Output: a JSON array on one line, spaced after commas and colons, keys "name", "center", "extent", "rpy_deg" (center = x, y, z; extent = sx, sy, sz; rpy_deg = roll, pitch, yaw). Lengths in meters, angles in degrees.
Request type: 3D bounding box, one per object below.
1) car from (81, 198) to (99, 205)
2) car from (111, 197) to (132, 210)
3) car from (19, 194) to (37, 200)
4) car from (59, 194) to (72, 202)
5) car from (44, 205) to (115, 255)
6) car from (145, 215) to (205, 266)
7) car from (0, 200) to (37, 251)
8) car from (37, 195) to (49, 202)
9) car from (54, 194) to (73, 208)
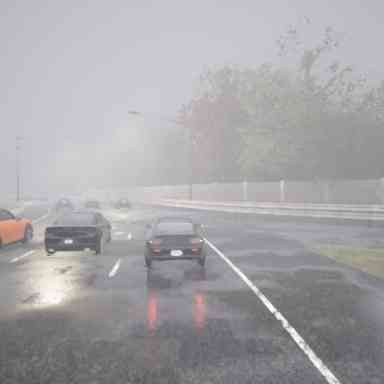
[{"name": "car", "center": [-14.122, 1.531, 46.049], "extent": [1.882, 1.535, 5.008], "rpy_deg": [0, 0, -25]}, {"name": "car", "center": [-9.517, 1.388, 44.402], "extent": [2.097, 1.767, 4.553], "rpy_deg": [0, 0, -23]}, {"name": "car", "center": [-36.425, 1.307, 72.711], "extent": [4.553, 1.767, 2.097], "rpy_deg": [0, 0, 44]}, {"name": "car", "center": [-29.439, 1.281, 77.275], "extent": [2.097, 1.767, 4.553], "rpy_deg": [0, 0, -30]}, {"name": "car", "center": [-4.435, 1.494, 13.529], "extent": [1.882, 1.535, 5.008], "rpy_deg": [0, 0, -8]}, {"name": "car", "center": [-0.649, 1.528, 11.517], "extent": [1.812, 1.442, 4.674], "rpy_deg": [0, 0, -5]}, {"name": "car", "center": [-8.039, 1.382, 13.119], "extent": [2.097, 1.767, 4.553], "rpy_deg": [0, 0, -7]}, {"name": "car", "center": [-33.900, 1.442, 75.133], "extent": [4.892, 1.490, 1.837], "rpy_deg": [0, 0, 44]}, {"name": "car", "center": [-17.023, 1.416, 43.979], "extent": [2.097, 1.767, 4.553], "rpy_deg": [0, 0, -25]}]
